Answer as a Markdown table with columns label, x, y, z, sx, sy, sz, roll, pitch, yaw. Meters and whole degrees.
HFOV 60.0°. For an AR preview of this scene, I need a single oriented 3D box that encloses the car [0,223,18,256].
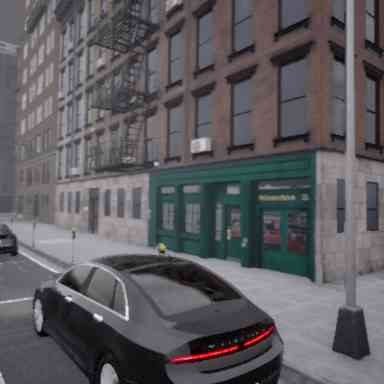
| label | x | y | z | sx | sy | sz | roll | pitch | yaw |
| --- | --- | --- | --- | --- | --- | --- | --- | --- | --- |
| car | -8.755 | 1.988 | 14.319 | 1.947 | 1.339 | 4.313 | 3 | -3 | -38 |

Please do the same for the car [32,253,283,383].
| label | x | y | z | sx | sy | sz | roll | pitch | yaw |
| --- | --- | --- | --- | --- | --- | --- | --- | --- | --- |
| car | -0.973 | 1.692 | 5.021 | 1.837 | 1.490 | 4.892 | 3 | -3 | -38 |
